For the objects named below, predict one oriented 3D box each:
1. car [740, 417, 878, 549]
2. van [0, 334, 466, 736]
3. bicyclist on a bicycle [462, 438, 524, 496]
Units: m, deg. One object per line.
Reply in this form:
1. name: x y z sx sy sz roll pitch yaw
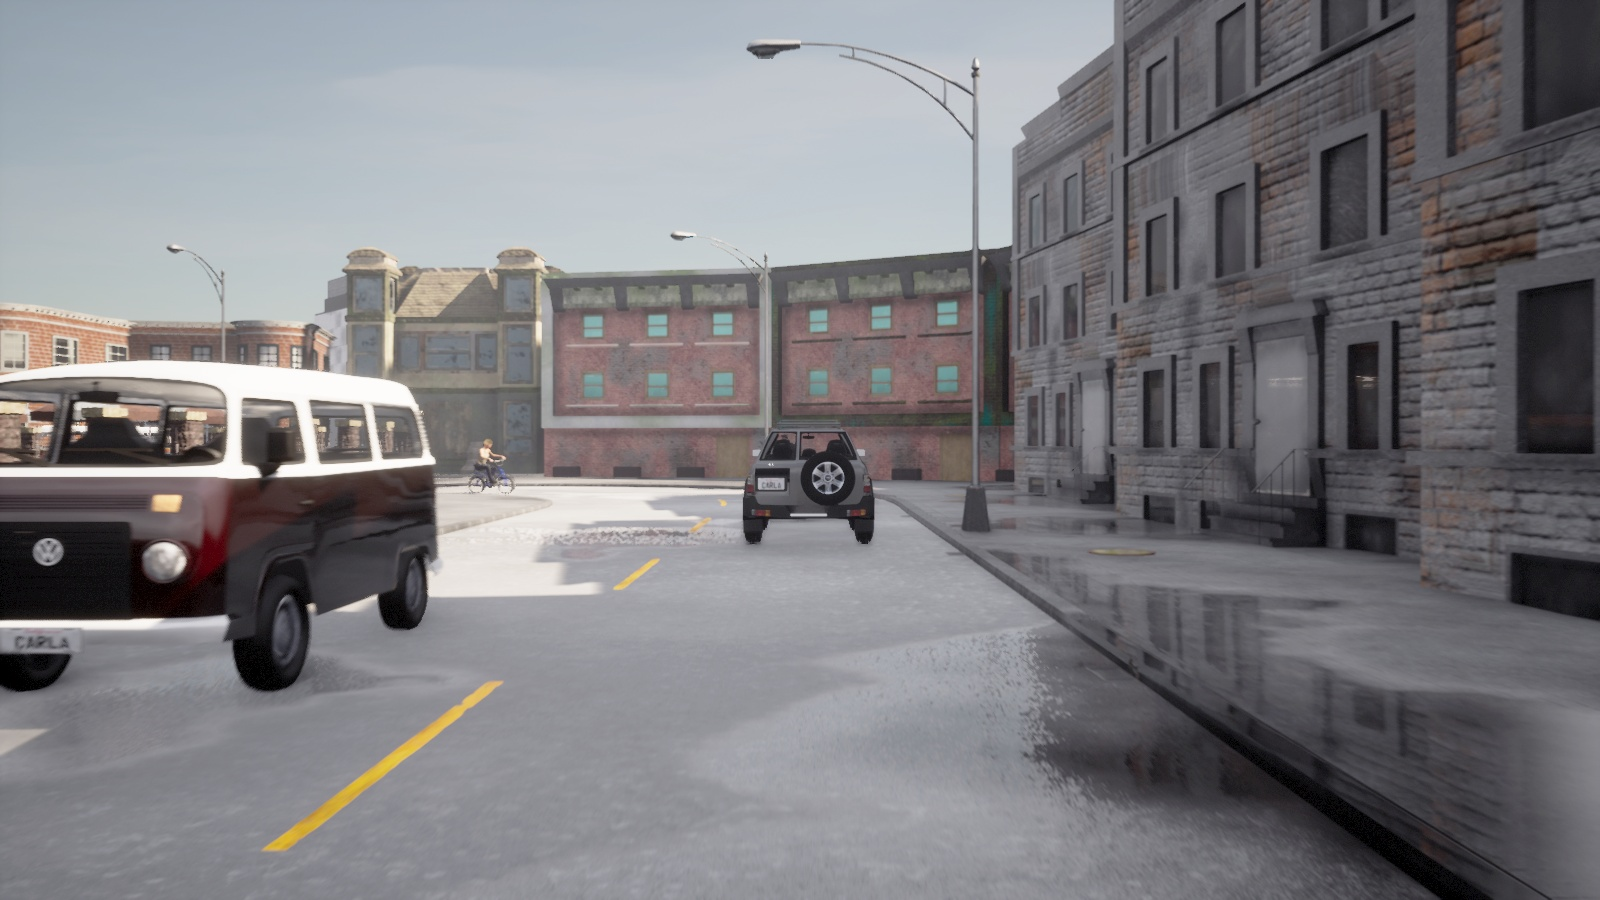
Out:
1. car: 0.135 0.451 19.910 1.932 1.855 4.605 0 0 0
2. van: -3.932 0.418 8.608 2.069 2.038 4.480 0 0 0
3. bicyclist on a bicycle: -8.891 0.472 36.399 1.509 1.612 0.866 0 2 17
